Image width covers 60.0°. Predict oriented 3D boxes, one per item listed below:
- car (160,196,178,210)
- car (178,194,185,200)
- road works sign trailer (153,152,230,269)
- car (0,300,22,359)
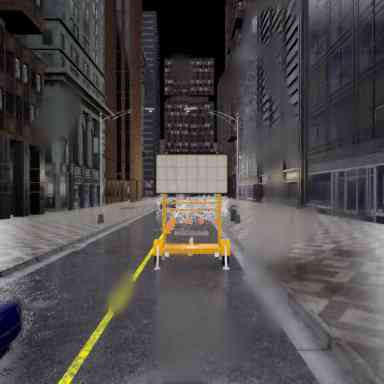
[{"bbox_3d":[-3.148,1.525,43.524,1.812,1.442,4.674,0,0,0],"label":"car"},{"bbox_3d":[-3.101,1.356,90.631,2.097,1.767,4.553,0,0,0],"label":"car"},{"bbox_3d":[-0.007,0.464,11.069,2.380,3.560,2.880,0,0,0],"label":"road works sign trailer"},{"bbox_3d":[-3.101,1.600,2.024,1.895,1.301,4.718,0,0,0],"label":"car"}]
